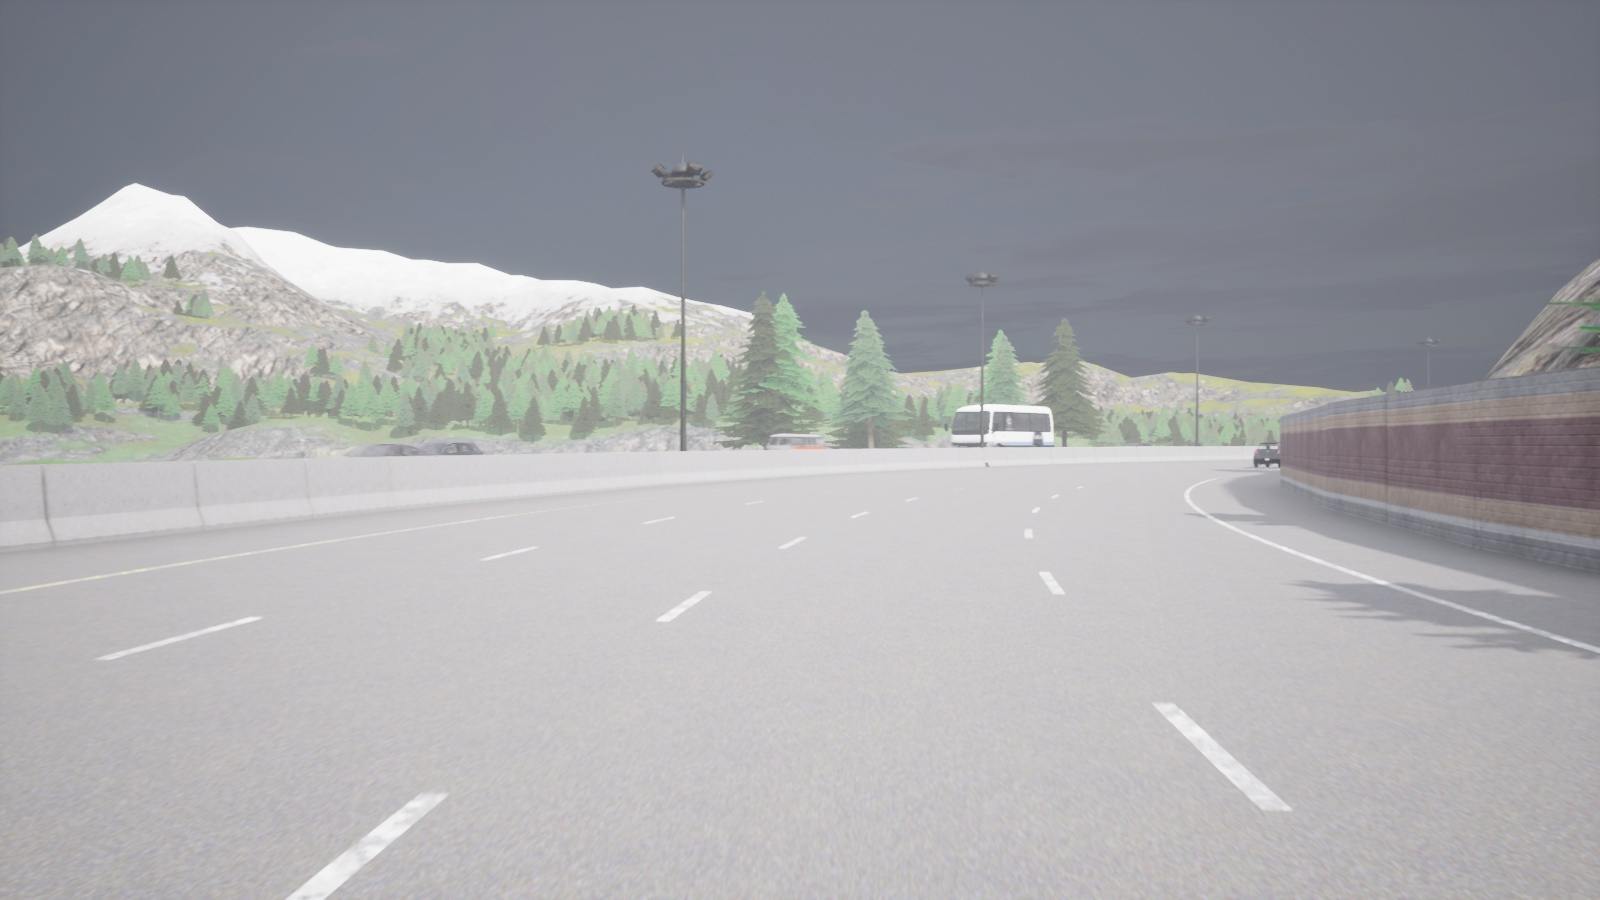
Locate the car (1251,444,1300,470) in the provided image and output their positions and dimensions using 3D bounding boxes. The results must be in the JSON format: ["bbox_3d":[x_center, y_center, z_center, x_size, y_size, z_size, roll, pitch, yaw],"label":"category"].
[{"bbox_3d":[28.012,0.372,73.873,1.845,1.501,3.633,0,0,35],"label":"car"}]

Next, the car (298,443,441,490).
[{"bbox_3d":[-14.408,0.493,42.348,2.163,1.488,4.792,0,0,17],"label":"car"}]

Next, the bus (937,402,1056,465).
[{"bbox_3d":[14.297,-1.127,90.664,3.944,4.253,10.273,0,0,38],"label":"bus"}]

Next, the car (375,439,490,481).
[{"bbox_3d":[-15.025,0.369,51.614,2.033,1.649,4.856,0,1,20],"label":"car"}]

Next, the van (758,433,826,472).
[{"bbox_3d":[-0.382,0.118,67.614,1.775,1.987,4.442,0,0,28],"label":"van"}]
